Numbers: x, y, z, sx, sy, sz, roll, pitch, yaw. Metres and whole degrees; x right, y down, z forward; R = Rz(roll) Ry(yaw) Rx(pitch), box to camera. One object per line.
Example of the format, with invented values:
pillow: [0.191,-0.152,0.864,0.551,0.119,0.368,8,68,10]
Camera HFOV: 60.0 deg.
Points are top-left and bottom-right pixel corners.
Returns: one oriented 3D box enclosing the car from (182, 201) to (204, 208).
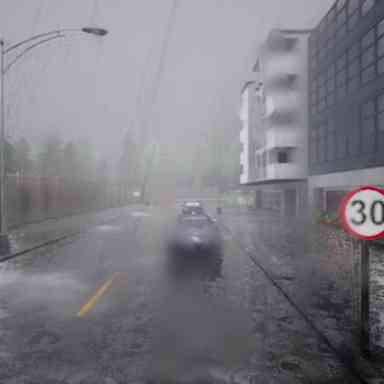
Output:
car: [0.080,1.488,28.888,1.812,1.442,4.674,0,0,0]

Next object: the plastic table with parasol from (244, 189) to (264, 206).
plastic table with parasol: [9.241,0.860,49.525,2.482,2.480,2.482,0,0,0]

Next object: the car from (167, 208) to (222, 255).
car: [0.085,1.547,13.163,1.994,1.385,4.181,0,0,0]

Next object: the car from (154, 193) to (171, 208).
car: [-4.180,1.159,48.201,2.150,2.045,5.566,0,0,-1]
